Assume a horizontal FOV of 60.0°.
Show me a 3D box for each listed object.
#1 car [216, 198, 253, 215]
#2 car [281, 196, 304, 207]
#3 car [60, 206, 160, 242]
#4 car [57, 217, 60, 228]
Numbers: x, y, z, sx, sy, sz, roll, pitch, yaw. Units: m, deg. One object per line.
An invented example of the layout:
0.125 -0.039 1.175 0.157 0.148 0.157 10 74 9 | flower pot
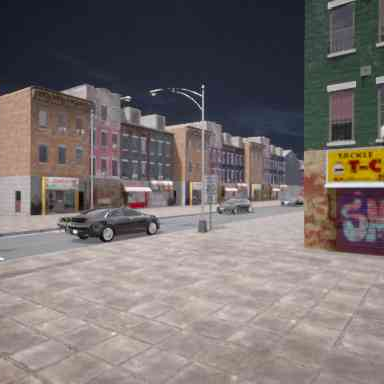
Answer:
4.140 1.343 31.863 1.837 1.490 4.892 0 0 36 | car
13.633 1.250 44.989 2.128 1.511 4.902 0 0 36 | car
-3.586 1.443 16.197 1.837 1.490 4.892 0 0 36 | car
-5.150 1.521 18.911 1.895 1.301 4.718 0 0 36 | car
